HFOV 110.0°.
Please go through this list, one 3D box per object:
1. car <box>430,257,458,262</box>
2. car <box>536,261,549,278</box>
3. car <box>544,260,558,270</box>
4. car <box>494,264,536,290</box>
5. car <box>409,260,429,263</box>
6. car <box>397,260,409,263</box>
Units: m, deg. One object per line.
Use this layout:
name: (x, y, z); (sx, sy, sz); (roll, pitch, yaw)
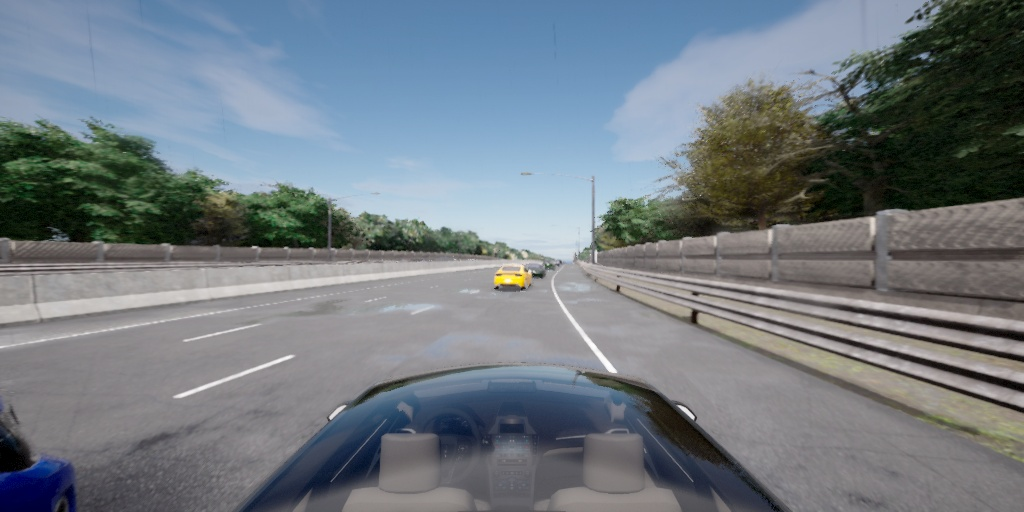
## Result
car: (-11.440, 1.135, 60.279); (2.150, 2.045, 5.566); (0, 0, 10)
car: (2.406, 1.457, 36.711); (1.994, 1.385, 4.181); (0, 0, 9)
car: (5.926, 1.359, 57.886); (2.097, 1.767, 4.553); (0, 0, 9)
car: (0.163, 1.302, 23.230); (1.882, 1.535, 5.008); (0, 0, 9)
car: (-14.879, 1.443, 60.896); (2.033, 1.411, 5.357); (0, 0, 10)
car: (-18.359, 1.355, 61.325); (1.882, 1.535, 5.008); (0, 0, 10)
